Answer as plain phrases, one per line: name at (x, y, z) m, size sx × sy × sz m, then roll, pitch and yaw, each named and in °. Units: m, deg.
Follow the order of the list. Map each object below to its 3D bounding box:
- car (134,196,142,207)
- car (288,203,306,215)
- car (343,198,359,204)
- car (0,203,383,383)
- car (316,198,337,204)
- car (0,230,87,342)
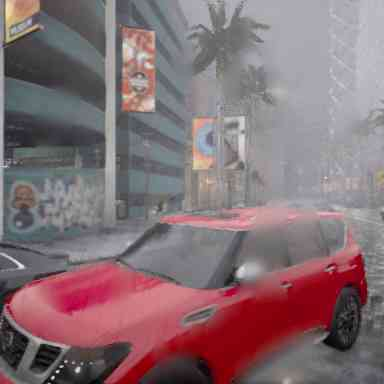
car at (-7.494, 1.618, 46.704) m, size 2.435 × 2.045 × 5.566 m, roll 0°, pitch -1°, yaw 14°
car at (13.185, 2.071, 41.909) m, size 1.895 × 1.301 × 4.718 m, roll 0°, pitch -1°, yaw 14°
car at (35.243, 2.147, 74.140) m, size 2.185 × 1.767 × 4.553 m, roll 0°, pitch -1°, yaw 14°
car at (0.431, 1.279, 4.589) m, size 5.566 × 2.045 × 2.150 m, roll 0°, pitch -1°, yaw -42°
car at (17.377, 1.977, 44.239) m, size 2.128 × 1.511 × 4.902 m, roll 0°, pitch -1°, yaw 14°
car at (-4.413, 1.585, 5.273) m, size 4.892 × 1.490 × 1.837 m, roll 0°, pitch 0°, yaw -37°
